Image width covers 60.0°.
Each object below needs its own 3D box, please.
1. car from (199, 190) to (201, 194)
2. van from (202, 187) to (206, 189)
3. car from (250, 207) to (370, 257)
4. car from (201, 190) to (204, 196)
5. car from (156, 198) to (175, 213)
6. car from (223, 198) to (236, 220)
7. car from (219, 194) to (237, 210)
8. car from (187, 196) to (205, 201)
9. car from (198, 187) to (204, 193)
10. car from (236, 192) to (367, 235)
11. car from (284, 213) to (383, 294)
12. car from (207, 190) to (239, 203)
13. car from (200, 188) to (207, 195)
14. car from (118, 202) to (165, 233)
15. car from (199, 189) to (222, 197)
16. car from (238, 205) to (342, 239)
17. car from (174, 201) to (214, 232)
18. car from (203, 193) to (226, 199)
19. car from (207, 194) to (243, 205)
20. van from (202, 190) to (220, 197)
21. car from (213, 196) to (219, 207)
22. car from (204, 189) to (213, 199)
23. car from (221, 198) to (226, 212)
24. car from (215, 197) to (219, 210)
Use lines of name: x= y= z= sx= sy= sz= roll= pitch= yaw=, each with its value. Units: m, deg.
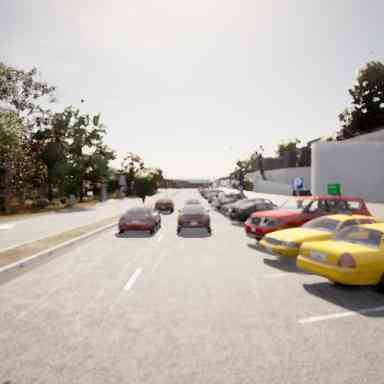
car: x=5.089 y=0.695 z=83.271 sx=4.892 sy=1.521 sz=2.231 roll=0 pitch=1 yaw=-20
van: x=5.205 y=0.519 z=80.328 sx=4.442 sy=1.987 sz=1.878 roll=0 pitch=1 yaw=-20
car: x=4.899 y=1.437 z=11.210 sx=5.366 sy=1.575 sz=1.946 roll=1 pitch=0 yaw=-20
car: x=5.066 y=0.924 z=71.307 sx=4.792 sy=1.488 sz=2.163 roll=0 pitch=1 yaw=-20
car: x=-2.889 y=1.376 z=35.888 sx=1.882 sy=1.535 sz=5.008 roll=0 pitch=0 yaw=0
car: x=5.070 y=1.429 z=23.282 sx=5.008 sy=1.535 sz=2.097 roll=1 pitch=0 yaw=-20
car: x=5.111 y=1.292 z=29.293 sx=4.553 sy=1.767 sz=2.185 roll=1 pitch=0 yaw=-20
car: x=0.110 y=1.428 z=35.387 sx=1.812 sy=1.442 sz=4.674 roll=0 pitch=0 yaw=0
car: x=5.074 y=0.393 z=86.235 sx=5.566 sy=2.045 sz=2.435 roll=0 pitch=1 yaw=-20
car: x=5.054 y=1.186 z=14.262 sx=5.566 sy=2.045 sz=2.435 roll=1 pitch=0 yaw=-20
car: x=5.246 y=1.451 z=8.344 sx=5.366 sy=1.575 sz=1.946 roll=1 pitch=0 yaw=-20
car: x=5.110 y=1.119 z=38.305 sx=5.566 sy=2.045 sz=2.435 roll=1 pitch=0 yaw=-20
car: x=5.065 y=0.668 z=77.295 sx=4.553 sy=1.767 sz=2.185 roll=0 pitch=1 yaw=-20
car: x=-2.894 y=1.509 z=19.062 sx=1.994 sy=1.385 sz=4.181 roll=0 pitch=0 yaw=0
car: x=5.127 y=0.293 z=92.230 sx=5.566 sy=2.045 sz=2.435 roll=0 pitch=1 yaw=-20
car: x=5.049 y=1.463 z=17.266 sx=4.792 sy=1.488 sz=2.163 roll=1 pitch=0 yaw=-20
car: x=0.105 y=1.471 z=19.517 sx=1.812 sy=1.442 sz=4.674 roll=0 pitch=0 yaw=0
car: x=5.088 y=0.884 z=74.326 sx=4.674 sy=1.452 sz=2.002 roll=0 pitch=1 yaw=-20
car: x=5.258 y=1.190 z=53.380 sx=5.366 sy=1.575 sz=1.946 roll=0 pitch=1 yaw=-20
van: x=4.991 y=0.368 z=89.188 sx=4.442 sy=1.987 sz=1.878 roll=0 pitch=1 yaw=-20
car: x=5.107 y=1.420 z=35.307 sx=4.792 sy=1.488 sz=2.163 roll=1 pitch=0 yaw=-20
car: x=5.062 y=1.029 z=47.285 sx=5.566 sy=2.045 sz=2.435 roll=1 pitch=1 yaw=-20
car: x=5.081 y=1.465 z=26.283 sx=4.674 sy=1.452 sz=2.002 roll=1 pitch=0 yaw=-20
car: x=5.082 y=1.450 z=32.283 sx=4.674 sy=1.452 sz=2.002 roll=1 pitch=1 yaw=-20
